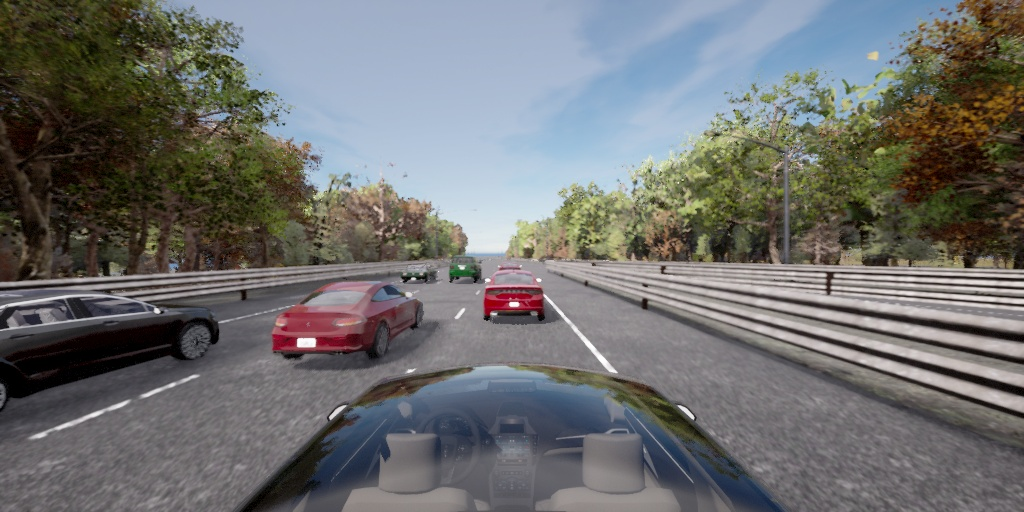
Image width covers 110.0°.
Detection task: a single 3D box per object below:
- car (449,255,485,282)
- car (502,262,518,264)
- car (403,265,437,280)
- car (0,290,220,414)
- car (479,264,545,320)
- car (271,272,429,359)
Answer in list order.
[{"bbox_3d":[-3.651,0.979,28.635,2.150,2.045,5.566,0,0,-1],"label":"car"},{"bbox_3d":[-0.195,1.236,30.918,1.882,1.535,5.008,0,0,-1],"label":"car"},{"bbox_3d":[-7.142,1.360,28.081,1.895,1.301,4.718,0,0,-1],"label":"car"},{"bbox_3d":[-6.914,1.243,5.356,2.128,1.511,4.902,0,0,0],"label":"car"},{"bbox_3d":[0.049,1.227,12.695,1.882,1.535,5.008,0,0,0],"label":"car"},{"bbox_3d":[-3.424,1.277,8.262,1.812,1.442,4.674,0,0,0],"label":"car"}]
